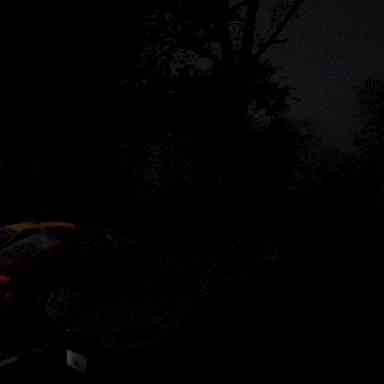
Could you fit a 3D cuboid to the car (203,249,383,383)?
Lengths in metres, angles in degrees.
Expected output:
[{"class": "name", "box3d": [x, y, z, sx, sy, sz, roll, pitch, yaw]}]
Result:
[{"class": "car", "box3d": [2.385, 1.511, 4.149, 2.163, 1.488, 4.792, 0, 0, 36]}]

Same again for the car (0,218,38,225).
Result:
[{"class": "car", "box3d": [-4.541, 1.499, 8.829, 1.946, 1.575, 5.366, 0, 0, 36]}]

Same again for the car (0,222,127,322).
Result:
[{"class": "car", "box3d": [-2.168, 1.495, 7.357, 2.097, 1.535, 5.008, 0, 0, 36]}]

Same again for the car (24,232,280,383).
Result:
[{"class": "car", "box3d": [0.085, 1.518, 5.719, 2.163, 1.488, 4.792, 0, 0, 36]}]
